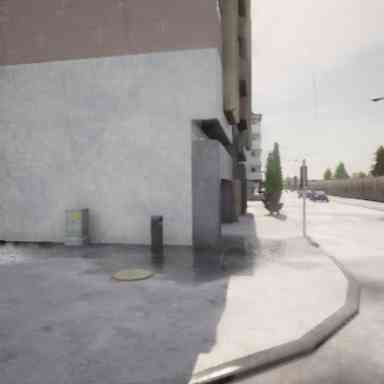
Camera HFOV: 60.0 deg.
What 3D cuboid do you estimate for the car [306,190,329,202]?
[{"bbox_3d":[16.767,0.598,44.096,1.812,1.442,4.674,0,1,10],"label":"car"}]

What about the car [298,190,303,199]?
[{"bbox_3d":[18.545,0.406,54.222,1.812,1.442,4.674,0,1,10],"label":"car"}]
